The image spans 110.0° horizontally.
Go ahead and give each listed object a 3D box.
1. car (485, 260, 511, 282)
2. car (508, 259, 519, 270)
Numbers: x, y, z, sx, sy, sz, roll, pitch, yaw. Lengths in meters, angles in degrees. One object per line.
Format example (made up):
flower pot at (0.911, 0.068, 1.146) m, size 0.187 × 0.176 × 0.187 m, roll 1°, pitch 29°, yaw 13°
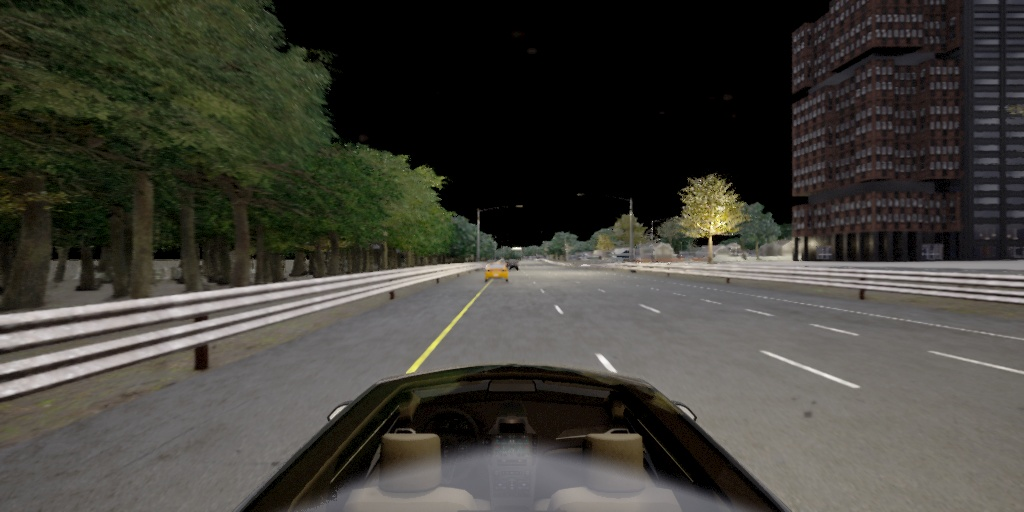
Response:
car at (-1.227, 1.327, 30.228) m, size 1.882 × 1.535 × 5.008 m, roll 0°, pitch -1°, yaw 0°
car at (0.087, 1.561, 65.186) m, size 2.150 × 2.045 × 5.566 m, roll 0°, pitch -1°, yaw 0°
